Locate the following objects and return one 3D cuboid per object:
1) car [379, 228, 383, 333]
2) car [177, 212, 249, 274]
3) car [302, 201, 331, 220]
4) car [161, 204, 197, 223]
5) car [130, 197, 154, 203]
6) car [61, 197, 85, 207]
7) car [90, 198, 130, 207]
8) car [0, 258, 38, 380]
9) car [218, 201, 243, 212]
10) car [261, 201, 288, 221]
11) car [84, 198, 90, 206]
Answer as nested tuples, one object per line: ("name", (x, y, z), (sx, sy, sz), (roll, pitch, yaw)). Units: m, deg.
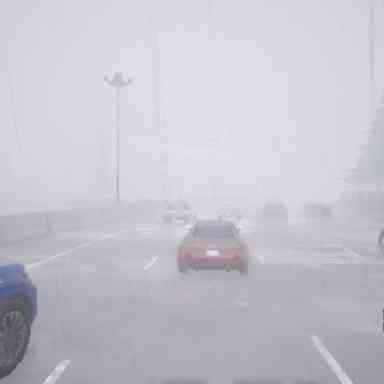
("car", (3.760, 1.359, 2.932), (2.097, 1.767, 4.553), (0, 0, 1))
("car", (0.708, 1.552, 10.626), (1.994, 1.385, 4.181), (0, 0, 5))
("car", (10.591, 1.472, 28.478), (1.882, 1.535, 5.008), (0, 0, 13))
("car", (-0.856, 1.566, 25.145), (1.895, 1.301, 4.718), (0, 0, 11))
("car", (-6.803, 1.414, 45.003), (2.128, 1.511, 4.902), (0, 0, 18))
("car", (-16.644, 1.437, 48.691), (2.033, 1.411, 5.357), (0, 0, 18))
("car", (-10.777, 1.460, 44.154), (2.033, 1.411, 5.357), (0, 0, 17))
("car", (-3.297, 1.209, 2.336), (2.150, 2.045, 5.566), (0, 0, 1))
("car", (3.261, 1.499, 27.794), (1.812, 1.442, 4.674), (0, 0, 12))
("car", (6.640, 1.476, 26.809), (2.128, 1.511, 4.902), (0, 0, 12))
("car", (-13.062, 1.501, 48.422), (1.895, 1.301, 4.718), (0, 0, 18))
